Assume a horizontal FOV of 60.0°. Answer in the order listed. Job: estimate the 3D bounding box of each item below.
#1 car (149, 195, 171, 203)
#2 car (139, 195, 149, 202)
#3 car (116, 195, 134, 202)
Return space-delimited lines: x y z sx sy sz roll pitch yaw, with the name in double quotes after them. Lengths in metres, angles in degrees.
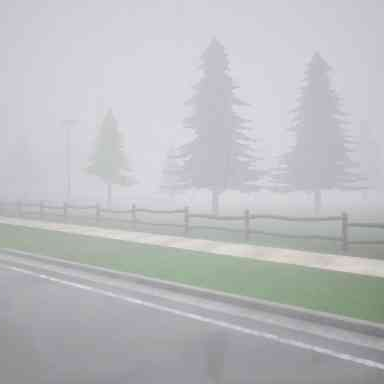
-5.962 1.606 67.636 1.895 1.301 4.718 0 0 35 "car"
-8.903 1.465 69.529 2.128 1.511 4.902 0 0 35 "car"
-14.631 1.464 73.554 1.812 1.442 4.674 0 0 35 "car"
